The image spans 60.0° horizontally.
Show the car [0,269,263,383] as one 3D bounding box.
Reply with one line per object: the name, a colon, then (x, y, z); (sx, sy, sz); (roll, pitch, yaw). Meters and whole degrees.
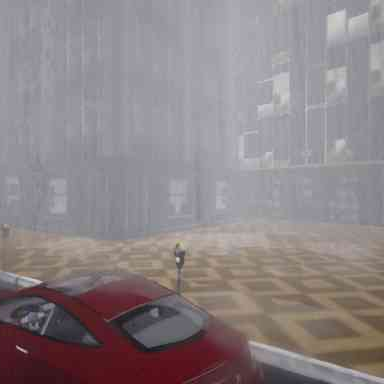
car: (-1.290, 1.581, 3.793); (4.206, 1.307, 1.802); (0, 0, 35)
